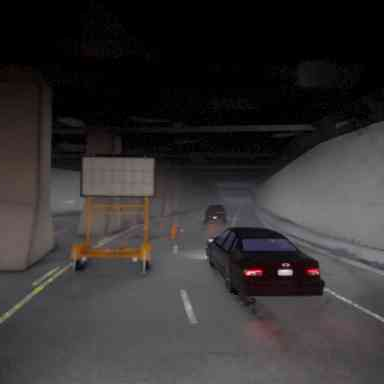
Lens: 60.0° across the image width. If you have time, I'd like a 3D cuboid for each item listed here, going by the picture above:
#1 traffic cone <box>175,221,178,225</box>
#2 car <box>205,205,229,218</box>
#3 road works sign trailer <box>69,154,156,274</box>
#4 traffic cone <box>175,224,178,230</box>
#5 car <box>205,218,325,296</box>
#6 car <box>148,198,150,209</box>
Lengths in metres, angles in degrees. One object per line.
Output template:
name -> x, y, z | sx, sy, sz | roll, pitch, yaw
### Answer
traffic cone -> -1.067, 2.189, 19.900 | 0.340, 0.580, 0.340 | 1, -1, -1
car -> 2.247, 1.913, 30.199 | 1.837, 1.490, 4.892 | 1, -1, 8
road works sign trailer -> -2.382, 0.567, 10.896 | 2.380, 3.560, 2.880 | 1, -1, -1
traffic cone -> -1.034, 2.165, 17.901 | 0.340, 0.580, 0.340 | 1, -1, -1
car -> 1.609, 1.685, 9.148 | 2.033, 1.411, 5.357 | 1, -1, -6
car -> -8.431, 1.772, 53.846 | 2.150, 2.045, 5.566 | 1, -1, 9
